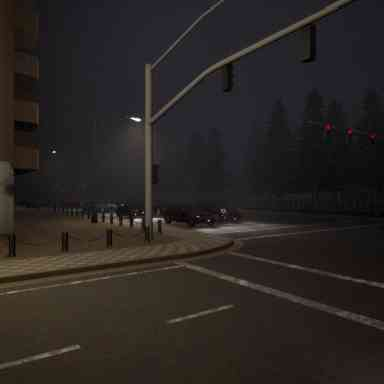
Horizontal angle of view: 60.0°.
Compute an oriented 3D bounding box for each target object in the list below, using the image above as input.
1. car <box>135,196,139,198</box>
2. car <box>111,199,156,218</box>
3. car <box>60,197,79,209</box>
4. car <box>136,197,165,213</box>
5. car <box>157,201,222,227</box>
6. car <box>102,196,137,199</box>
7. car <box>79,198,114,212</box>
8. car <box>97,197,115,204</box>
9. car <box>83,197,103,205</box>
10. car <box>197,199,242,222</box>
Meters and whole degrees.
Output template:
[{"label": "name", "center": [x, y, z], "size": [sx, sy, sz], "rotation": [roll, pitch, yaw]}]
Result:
[{"label": "car", "center": [-10.099, 1.408, 55.365], "size": [2.097, 1.767, 4.553], "rotation": [0, 0, -36]}, {"label": "car", "center": [-5.435, 1.619, 30.577], "size": [1.994, 1.385, 4.181], "rotation": [0, 0, -36]}, {"label": "car", "center": [-17.286, 1.533, 47.108], "size": [1.882, 1.535, 5.008], "rotation": [0, 0, -35]}, {"label": "car", "center": [-3.374, 1.547, 33.709], "size": [2.128, 1.511, 4.902], "rotation": [0, 0, -36]}, {"label": "car", "center": [-0.319, 1.581, 23.508], "size": [1.812, 1.442, 4.674], "rotation": [0, 0, -37]}, {"label": "car", "center": [-9.420, 1.603, 42.116], "size": [2.033, 1.411, 5.357], "rotation": [0, 0, -35]}, {"label": "car", "center": [-11.177, 1.656, 38.562], "size": [1.895, 1.301, 4.718], "rotation": [0, 0, -36]}, {"label": "car", "center": [-16.689, 1.656, 64.485], "size": [1.895, 1.301, 4.718], "rotation": [0, 0, -36]}, {"label": "car", "center": [-18.015, 1.656, 60.365], "size": [1.895, 1.301, 4.718], "rotation": [0, 0, -36]}, {"label": "car", "center": [1.862, 1.407, 26.439], "size": [2.097, 1.767, 4.553], "rotation": [0, 0, -36]}]
